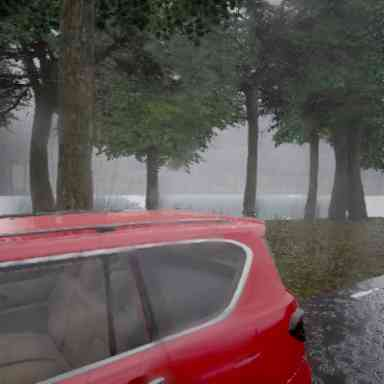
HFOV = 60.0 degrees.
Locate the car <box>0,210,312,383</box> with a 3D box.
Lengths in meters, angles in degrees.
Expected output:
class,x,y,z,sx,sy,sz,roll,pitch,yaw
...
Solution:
class,x,y,z,sx,sy,sz,roll,pitch,yaw
car,-1.681,1.217,1.862,5.566,2.045,2.150,-1,1,-35
